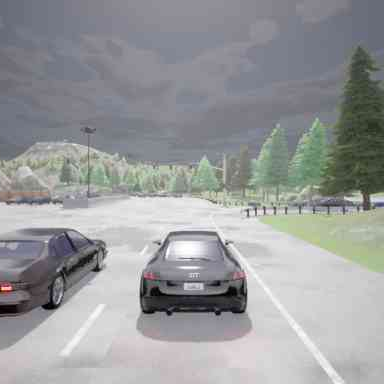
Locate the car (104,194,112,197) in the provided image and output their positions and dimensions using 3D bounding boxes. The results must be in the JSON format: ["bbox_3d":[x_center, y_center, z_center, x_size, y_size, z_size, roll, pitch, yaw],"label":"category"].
[{"bbox_3d":[-22.424,1.229,88.945,1.994,1.385,4.181,0,0,-7],"label":"car"}]

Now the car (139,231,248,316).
[{"bbox_3d":[0.026,1.563,7.606,1.994,1.385,4.181,0,0,0],"label":"car"}]

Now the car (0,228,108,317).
[{"bbox_3d":[-3.474,1.547,7.754,2.033,1.411,5.357,0,0,0],"label":"car"}]

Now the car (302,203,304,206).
[{"bbox_3d":[15.707,1.454,41.018,4.181,1.385,1.994,0,0,7],"label":"car"}]

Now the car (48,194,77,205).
[{"bbox_3d":[-21.640,1.371,55.939,2.033,1.411,5.357,0,0,0],"label":"car"}]

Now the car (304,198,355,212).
[{"bbox_3d":[15.635,1.398,37.498,4.902,1.511,2.128,0,0,7],"label":"car"}]

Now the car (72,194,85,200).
[{"bbox_3d":[-29.100,1.193,85.370,1.837,1.490,4.892,0,0,-3],"label":"car"}]

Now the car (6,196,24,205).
[{"bbox_3d":[-28.616,1.374,55.205,2.033,1.411,5.357,0,0,0],"label":"car"}]

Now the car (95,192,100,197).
[{"bbox_3d":[-25.773,0.909,87.315,2.150,2.045,5.566,0,0,-3],"label":"car"}]

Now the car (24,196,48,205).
[{"bbox_3d":[-25.132,1.374,55.231,2.033,1.411,5.357,0,0,-1],"label":"car"}]

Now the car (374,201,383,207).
[{"bbox_3d":[24.454,1.374,39.608,5.008,1.535,1.882,0,0,12],"label":"car"}]

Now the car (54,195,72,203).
[{"bbox_3d":[-25.163,1.306,65.213,1.812,1.442,4.674,0,0,-1],"label":"car"}]

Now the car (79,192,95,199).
[{"bbox_3d":[-21.680,1.131,66.750,2.097,1.767,4.553,0,0,-1],"label":"car"}]

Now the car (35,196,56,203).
[{"bbox_3d":[-28.664,1.377,65.236,1.895,1.301,4.718,0,0,-1],"label":"car"}]
